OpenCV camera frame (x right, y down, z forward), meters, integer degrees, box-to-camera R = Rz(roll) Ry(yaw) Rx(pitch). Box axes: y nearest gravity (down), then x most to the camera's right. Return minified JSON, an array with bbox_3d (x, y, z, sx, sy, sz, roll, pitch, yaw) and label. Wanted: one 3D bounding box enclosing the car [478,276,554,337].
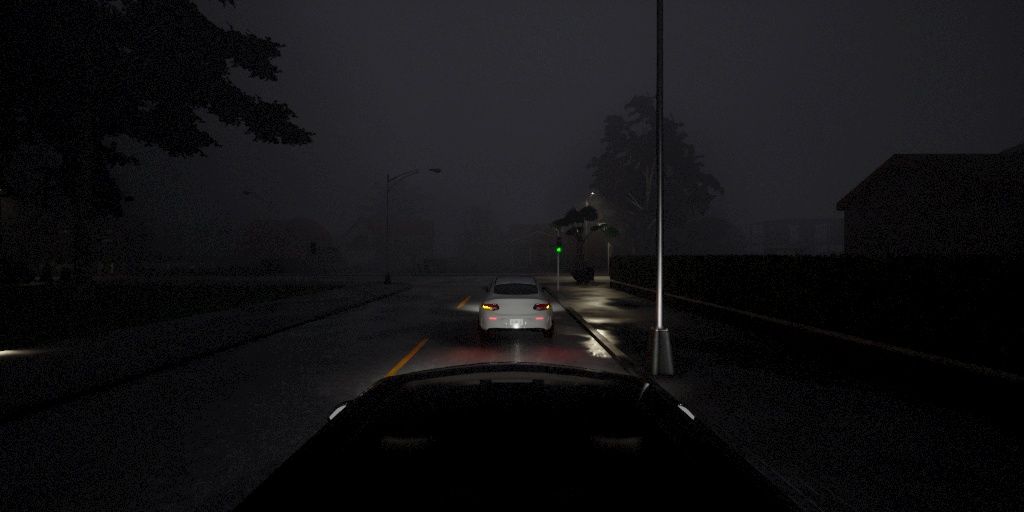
[{"bbox_3d":[0.092,1.276,10.140,1.812,1.442,4.674,0,0,0],"label":"car"}]
